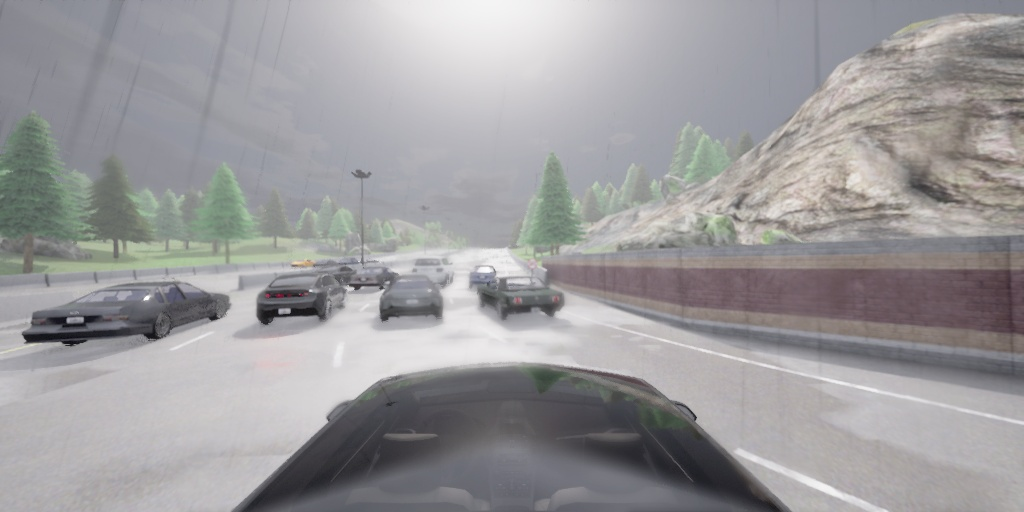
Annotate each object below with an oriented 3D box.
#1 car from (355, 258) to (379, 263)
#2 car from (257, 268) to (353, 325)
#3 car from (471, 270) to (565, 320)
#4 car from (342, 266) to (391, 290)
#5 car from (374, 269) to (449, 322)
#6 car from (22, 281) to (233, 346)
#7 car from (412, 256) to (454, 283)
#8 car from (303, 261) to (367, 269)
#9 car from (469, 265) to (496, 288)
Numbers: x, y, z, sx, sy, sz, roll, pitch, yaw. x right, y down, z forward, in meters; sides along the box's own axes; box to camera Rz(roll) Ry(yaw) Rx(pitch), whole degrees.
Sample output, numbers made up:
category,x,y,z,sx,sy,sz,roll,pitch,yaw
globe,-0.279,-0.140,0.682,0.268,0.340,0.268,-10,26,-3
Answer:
category,x,y,z,sx,sy,sz,roll,pitch,yaw
car,-23.950,1.188,59.936,1.895,1.301,4.718,-1,1,-1
car,-7.068,1.344,12.490,1.837,1.490,4.892,-1,0,-15
car,0.059,1.345,12.781,1.895,1.301,4.718,-1,0,-18
car,-8.853,1.416,23.637,2.033,1.411,5.357,-1,0,-2
car,-3.536,1.357,12.740,1.994,1.385,4.181,-1,0,-15
car,-10.061,1.428,10.075,2.033,1.411,5.357,-1,0,-17
car,-5.396,1.034,24.977,2.150,2.045,5.566,-1,1,-2
car,-12.391,1.412,25.538,1.837,1.490,4.892,-1,1,-1
car,-1.872,1.315,24.182,2.033,1.411,5.357,-1,0,-2
